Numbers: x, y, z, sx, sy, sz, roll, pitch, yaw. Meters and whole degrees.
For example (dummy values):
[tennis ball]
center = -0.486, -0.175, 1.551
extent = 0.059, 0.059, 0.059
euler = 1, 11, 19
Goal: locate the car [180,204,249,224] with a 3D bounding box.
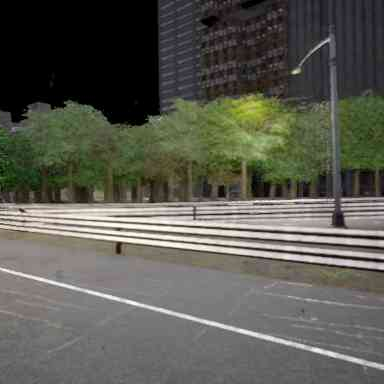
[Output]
[car]
center = 1.468, 1.488, 22.773
extent = 4.718, 1.301, 1.895
euler = -2, -1, 5
